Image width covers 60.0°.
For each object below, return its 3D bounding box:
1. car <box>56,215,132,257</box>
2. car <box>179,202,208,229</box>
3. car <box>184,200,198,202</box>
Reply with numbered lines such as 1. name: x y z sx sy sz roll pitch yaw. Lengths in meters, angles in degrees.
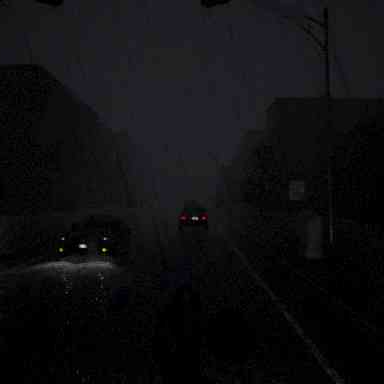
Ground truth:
1. car: -3.595 1.591 12.911 1.994 1.385 4.181 0 0 0
2. car: 0.095 1.593 22.042 2.033 1.411 5.357 0 0 0
3. car: -0.118 1.653 42.924 1.994 1.385 4.181 0 0 -1
